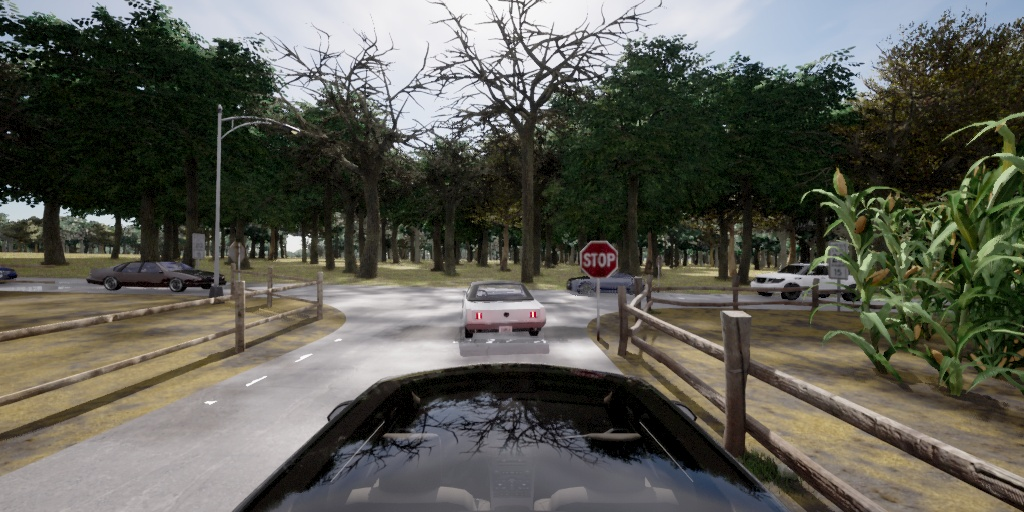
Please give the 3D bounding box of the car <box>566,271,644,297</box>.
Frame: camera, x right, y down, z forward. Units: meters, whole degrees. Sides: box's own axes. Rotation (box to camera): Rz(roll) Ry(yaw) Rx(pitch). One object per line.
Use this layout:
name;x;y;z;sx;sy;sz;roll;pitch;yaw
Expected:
car;5.183;1.469;20.097;4.181;1.385;1.994;1;0;0

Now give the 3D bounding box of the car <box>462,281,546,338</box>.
car;-0.458;1.351;10.221;1.895;1.301;4.718;0;0;-8

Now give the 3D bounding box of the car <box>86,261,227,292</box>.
car;-16.976;0.924;17.248;5.357;1.411;2.033;1;0;0

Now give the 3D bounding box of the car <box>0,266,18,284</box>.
car;-27.060;0.664;17.292;4.674;1.442;1.812;1;0;0

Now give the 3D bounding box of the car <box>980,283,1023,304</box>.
car;27.943;1.922;19.981;5.008;1.535;1.882;1;0;0

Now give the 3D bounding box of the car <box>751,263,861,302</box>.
car;16.594;1.397;20.042;5.566;2.045;2.150;1;0;0
